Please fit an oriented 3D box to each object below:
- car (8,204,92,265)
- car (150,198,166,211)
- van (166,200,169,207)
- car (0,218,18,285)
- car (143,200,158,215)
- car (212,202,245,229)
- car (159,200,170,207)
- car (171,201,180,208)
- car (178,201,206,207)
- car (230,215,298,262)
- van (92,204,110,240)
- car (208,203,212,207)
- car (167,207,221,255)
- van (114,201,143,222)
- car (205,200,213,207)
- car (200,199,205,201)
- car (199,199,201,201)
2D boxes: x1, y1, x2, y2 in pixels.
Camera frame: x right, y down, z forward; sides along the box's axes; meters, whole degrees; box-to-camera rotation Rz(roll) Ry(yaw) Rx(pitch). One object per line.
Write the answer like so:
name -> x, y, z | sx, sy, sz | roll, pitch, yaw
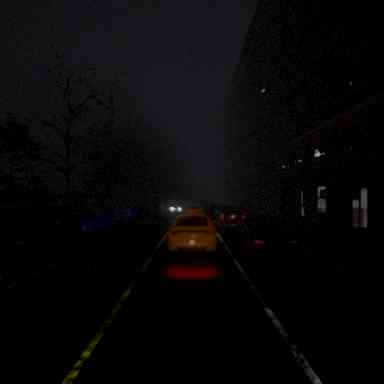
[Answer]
car -> -5.692, 1.462, 12.437 | 2.192, 1.841, 5.009 | 0, -1, 0
car -> -5.693, 1.934, 51.847 | 2.192, 1.841, 5.009 | 0, -1, 0
van -> -5.694, 2.102, 63.106 | 1.690, 1.788, 3.998 | 0, -1, 0
car -> -5.690, 1.520, 6.805 | 1.967, 1.590, 4.097 | 0, -1, 0
car -> -5.693, 2.047, 40.585 | 1.947, 1.339, 4.313 | 0, -1, 0
car -> 2.688, 1.720, 23.697 | 1.967, 1.590, 4.097 | 0, -1, 0
car -> -5.694, 2.416, 68.733 | 1.802, 1.307, 4.206 | 0, -1, 0
car -> -3.024, 2.380, 64.593 | 1.895, 1.301, 4.718 | 0, -1, 1
car -> 0.022, 1.822, 29.229 | 1.882, 1.535, 5.008 | 0, 0, 0
car -> 2.689, 1.728, 12.434 | 1.802, 1.307, 4.206 | 0, -1, 0
van -> -5.691, 1.554, 18.067 | 1.690, 1.788, 3.998 | 0, -1, 0
car -> 2.688, 1.928, 29.326 | 1.802, 1.307, 4.206 | 0, -1, 0
car -> 0.023, 1.645, 14.226 | 1.882, 1.535, 5.008 | 0, 0, 0
van -> -5.692, 1.688, 29.328 | 1.690, 1.788, 3.998 | 0, -1, 0
car -> 2.687, 2.046, 40.586 | 1.947, 1.339, 4.313 | 0, -1, 0
car -> 2.687, 2.059, 51.846 | 1.967, 1.590, 4.097 | 0, -1, 0
car -> 2.687, 2.288, 63.275 | 1.752, 1.417, 4.829 | 0, -1, 0
